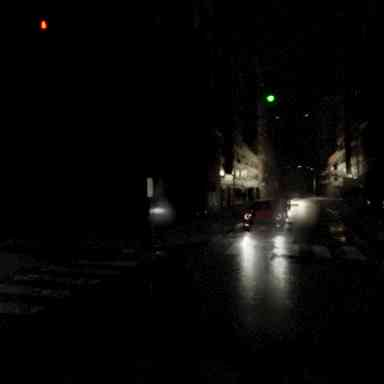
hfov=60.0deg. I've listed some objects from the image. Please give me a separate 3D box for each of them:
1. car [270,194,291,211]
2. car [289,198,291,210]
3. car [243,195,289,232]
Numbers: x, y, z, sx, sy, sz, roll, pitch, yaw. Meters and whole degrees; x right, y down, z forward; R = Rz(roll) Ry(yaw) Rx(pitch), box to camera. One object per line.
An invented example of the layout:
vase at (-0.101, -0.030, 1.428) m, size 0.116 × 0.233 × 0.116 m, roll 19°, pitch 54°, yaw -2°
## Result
car at (10.297, 1.115, 38.379) m, size 2.097 × 1.767 × 4.553 m, roll -1°, pitch 0°, yaw 18°
car at (7.248, 1.398, 28.679) m, size 1.994 × 1.385 × 4.181 m, roll -1°, pitch 0°, yaw 18°
car at (4.252, 1.253, 19.152) m, size 2.097 × 1.767 × 4.553 m, roll -1°, pitch 0°, yaw 17°
